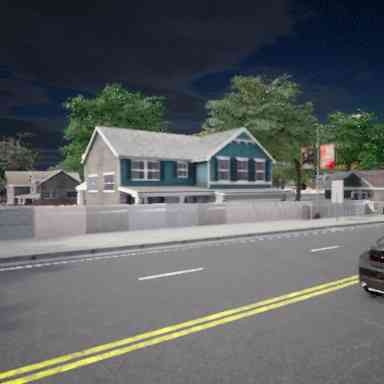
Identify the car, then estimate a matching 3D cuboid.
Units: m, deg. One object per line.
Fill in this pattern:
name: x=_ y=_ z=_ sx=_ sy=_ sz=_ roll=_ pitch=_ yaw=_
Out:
car: x=5.643 y=1.518 z=7.469 sx=4.892 sy=1.490 sz=1.837 roll=1 pitch=-1 yaw=-36
